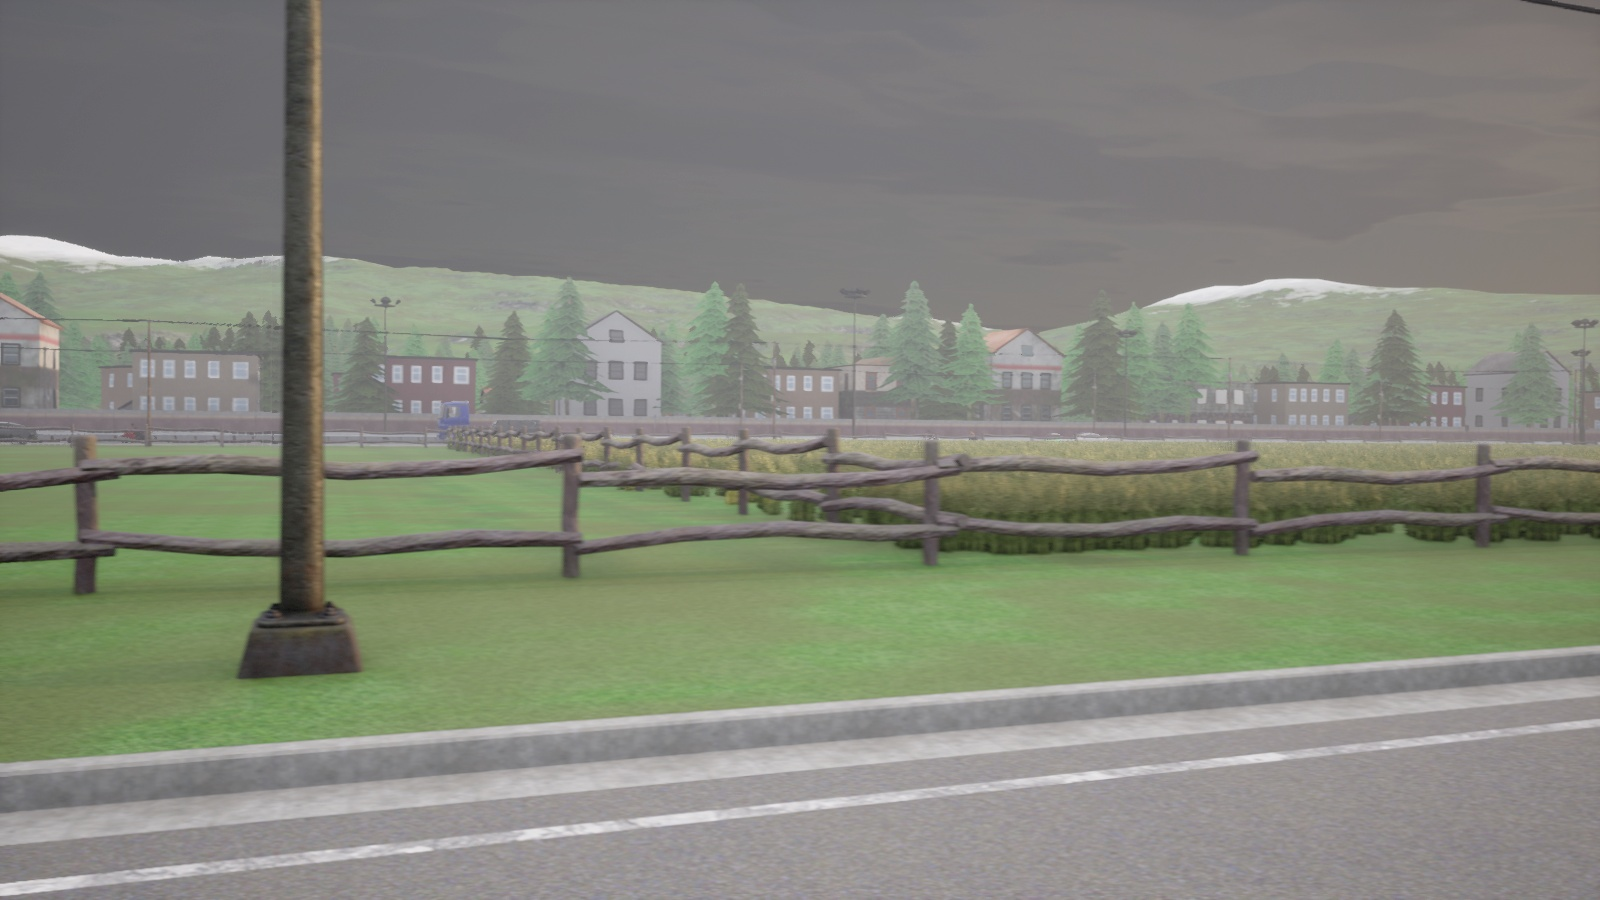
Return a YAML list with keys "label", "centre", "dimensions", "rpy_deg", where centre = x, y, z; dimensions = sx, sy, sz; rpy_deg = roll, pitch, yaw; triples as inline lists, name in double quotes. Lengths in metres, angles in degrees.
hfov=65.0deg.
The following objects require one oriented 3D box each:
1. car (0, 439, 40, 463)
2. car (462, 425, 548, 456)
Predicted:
- label: "car"
  centre: [-51.332, 0.088, 79.806]
  dimensions: [4.892, 1.490, 1.837]
  rpy_deg: [-1, 1, -21]
- label: "car"
  centre: [-20.585, -0.705, 87.576]
  dimensions: [5.566, 2.045, 2.150]
  rpy_deg: [-1, 1, -21]
